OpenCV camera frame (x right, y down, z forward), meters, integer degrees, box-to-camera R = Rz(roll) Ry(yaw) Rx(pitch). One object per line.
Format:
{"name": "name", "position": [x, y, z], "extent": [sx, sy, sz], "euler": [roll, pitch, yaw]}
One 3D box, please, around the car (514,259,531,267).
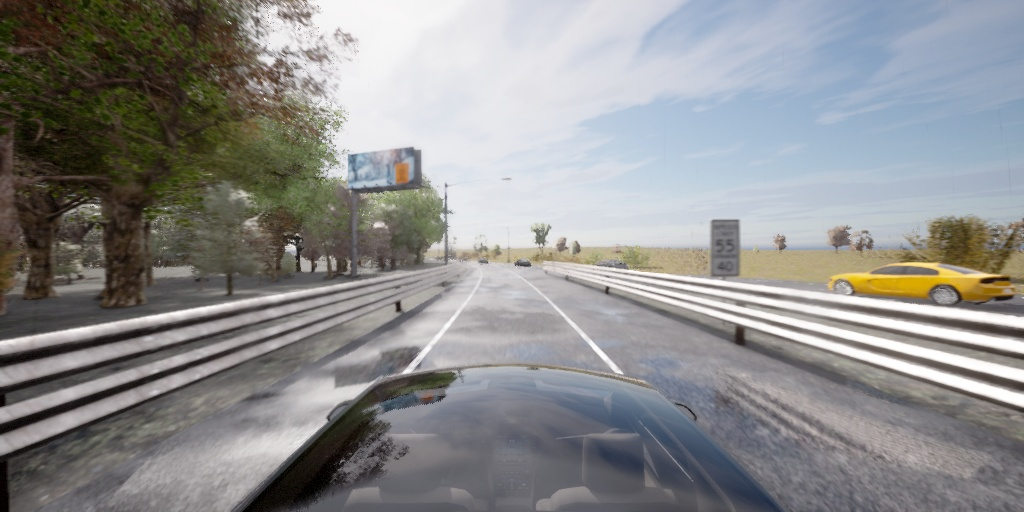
{"name": "car", "position": [1.786, 1.192, 61.219], "extent": [1.812, 1.442, 4.674], "euler": [-1, 0, -16]}

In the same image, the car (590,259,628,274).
{"name": "car", "position": [9.404, 1.080, 35.256], "extent": [2.128, 1.511, 4.902], "euler": [-1, 0, -16]}

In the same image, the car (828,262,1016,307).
{"name": "car", "position": [15.595, 0.999, 14.160], "extent": [1.882, 1.535, 5.008], "euler": [-1, 0, -16]}
